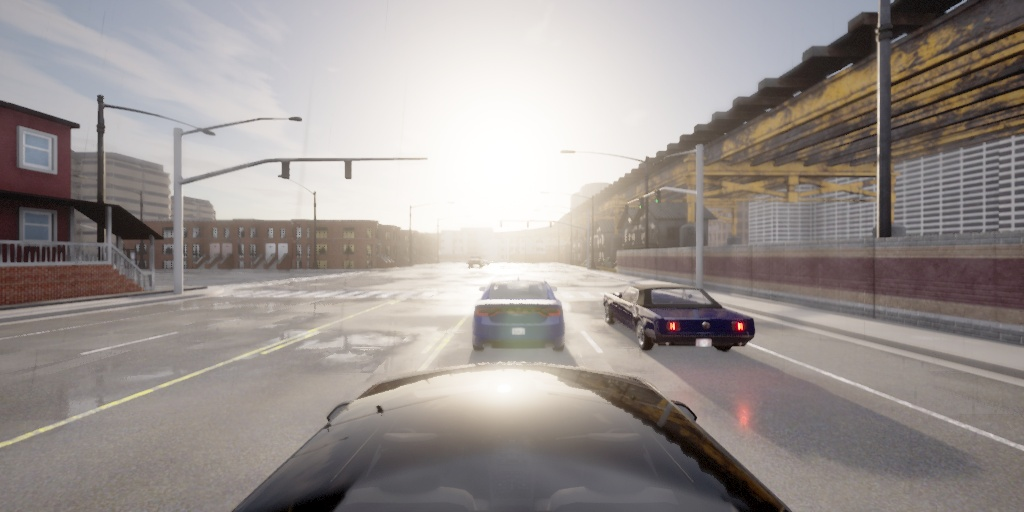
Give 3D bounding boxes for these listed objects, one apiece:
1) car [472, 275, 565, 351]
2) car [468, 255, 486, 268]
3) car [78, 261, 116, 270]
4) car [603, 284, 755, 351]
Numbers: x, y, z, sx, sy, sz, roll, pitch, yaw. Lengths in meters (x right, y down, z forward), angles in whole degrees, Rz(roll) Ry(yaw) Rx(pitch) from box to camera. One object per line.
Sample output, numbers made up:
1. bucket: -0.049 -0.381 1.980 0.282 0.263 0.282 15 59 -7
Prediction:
1. car: 0.157 1.222 9.003 1.882 1.535 5.008 0 0 1
2. car: -6.268 0.926 62.041 2.150 2.045 5.566 0 0 1
3. car: -35.895 1.232 30.046 4.892 1.490 1.837 0 0 1
4. car: 3.656 1.345 8.963 1.895 1.301 4.718 0 0 1
